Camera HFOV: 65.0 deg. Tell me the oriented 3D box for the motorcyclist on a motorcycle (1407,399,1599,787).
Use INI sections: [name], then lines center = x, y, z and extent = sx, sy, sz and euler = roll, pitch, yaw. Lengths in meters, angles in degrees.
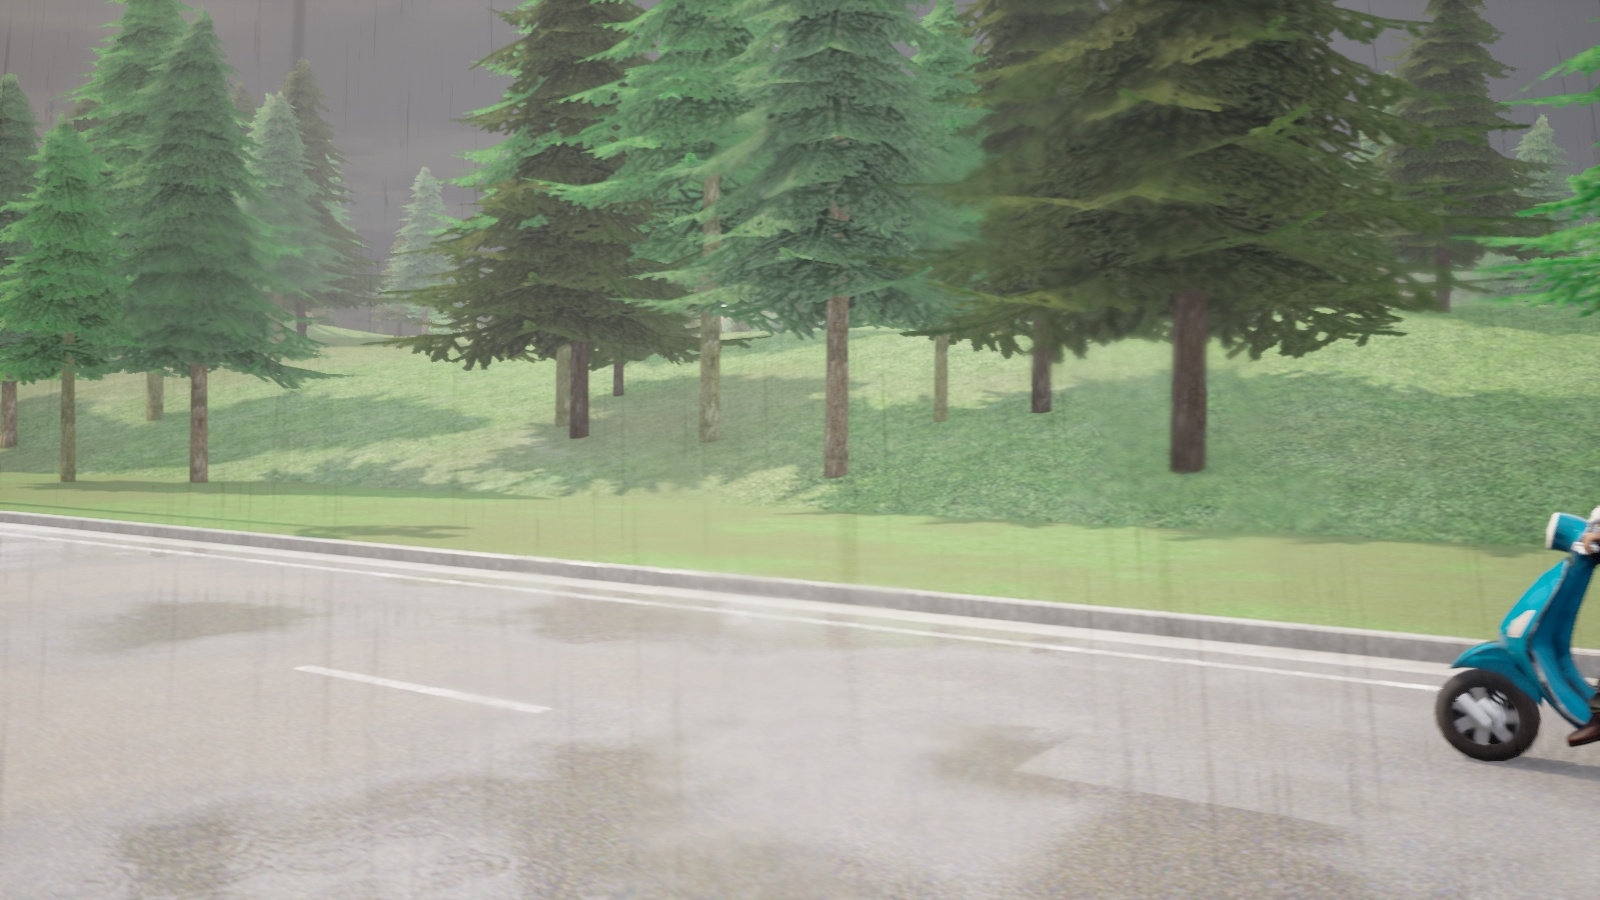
[motorcyclist on a motorcycle]
center = 3.670, 0.578, 5.386
extent = 1.817, 1.590, 0.866
euler = 0, 1, 34
